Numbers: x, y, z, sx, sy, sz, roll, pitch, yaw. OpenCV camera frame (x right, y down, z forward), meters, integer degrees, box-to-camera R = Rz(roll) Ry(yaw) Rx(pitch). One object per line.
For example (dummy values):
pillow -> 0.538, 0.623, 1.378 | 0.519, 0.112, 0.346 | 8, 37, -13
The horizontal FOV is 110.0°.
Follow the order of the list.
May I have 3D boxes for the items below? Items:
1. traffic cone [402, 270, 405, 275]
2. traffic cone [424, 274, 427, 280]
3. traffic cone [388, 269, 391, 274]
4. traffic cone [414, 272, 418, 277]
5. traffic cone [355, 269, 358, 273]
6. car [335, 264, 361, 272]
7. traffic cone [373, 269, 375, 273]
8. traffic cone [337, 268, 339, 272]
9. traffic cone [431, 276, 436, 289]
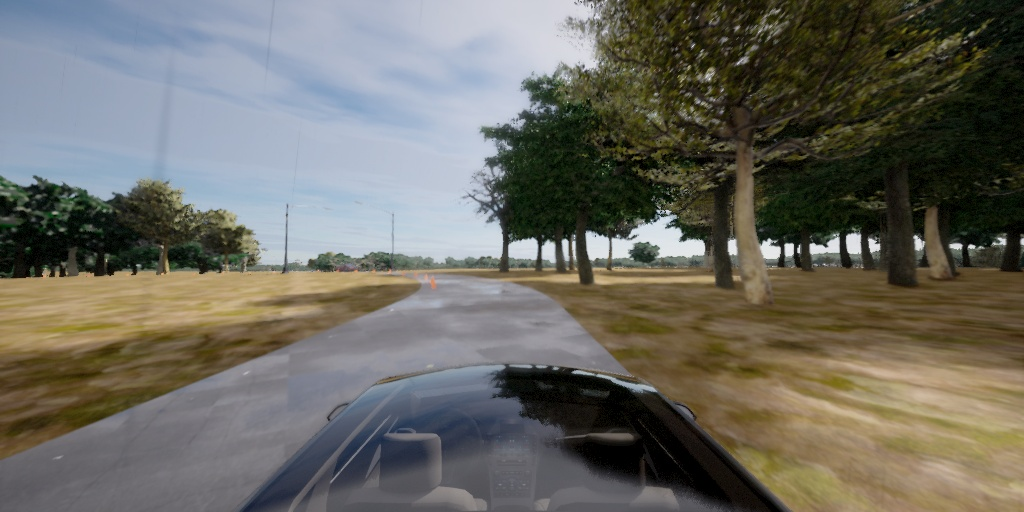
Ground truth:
traffic cone -> -12.115, 1.822, 40.072 | 0.340, 0.580, 0.340 | 0, 0, -34
traffic cone -> -7.628, 1.783, 31.780 | 0.340, 0.580, 0.340 | 0, 0, -22
traffic cone -> -14.980, 1.873, 43.820 | 0.340, 0.580, 0.340 | 0, 0, -40
traffic cone -> -9.654, 1.793, 36.044 | 0.340, 0.580, 0.340 | 0, 0, -28
traffic cone -> -21.802, 2.029, 50.319 | 0.340, 0.580, 0.340 | 0, 0, 38
car -> -25.263, 1.851, 55.237 | 4.181, 1.385, 1.994 | -2, -3, 30
traffic cone -> -18.221, 1.943, 47.248 | 0.340, 0.580, 0.340 | 0, 0, 44
traffic cone -> -25.683, 2.131, 52.998 | 0.340, 0.580, 0.340 | 0, 0, 32
traffic cone -> -4.956, 1.757, 22.737 | 0.340, 0.580, 0.340 | 0, 0, -10
